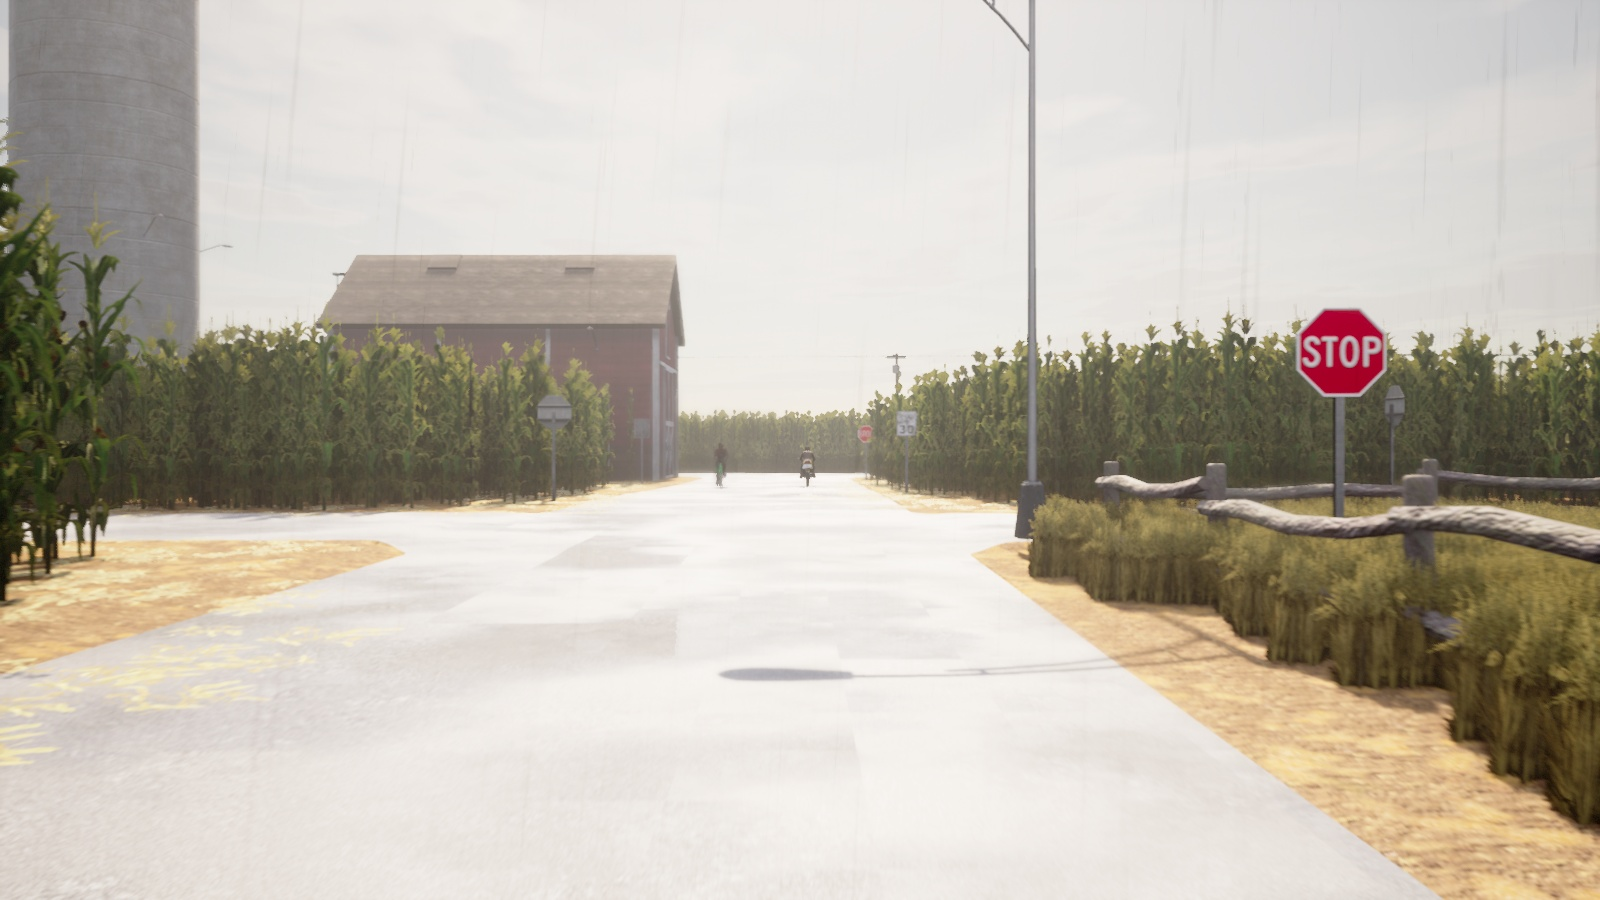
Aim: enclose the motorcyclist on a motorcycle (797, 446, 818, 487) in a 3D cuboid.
[{"bbox_3d":[0.284,0.612,47.244,0.797,1.523,2.044,0,0,0],"label":"motorcyclist on a motorcycle"}]
